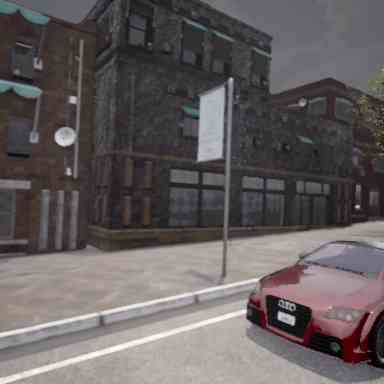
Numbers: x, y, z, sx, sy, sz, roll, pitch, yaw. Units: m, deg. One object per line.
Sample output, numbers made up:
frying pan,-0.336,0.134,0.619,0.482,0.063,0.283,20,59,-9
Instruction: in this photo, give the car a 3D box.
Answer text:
car,2.931,1.571,5.777,4.181,1.385,1.994,0,0,-36
